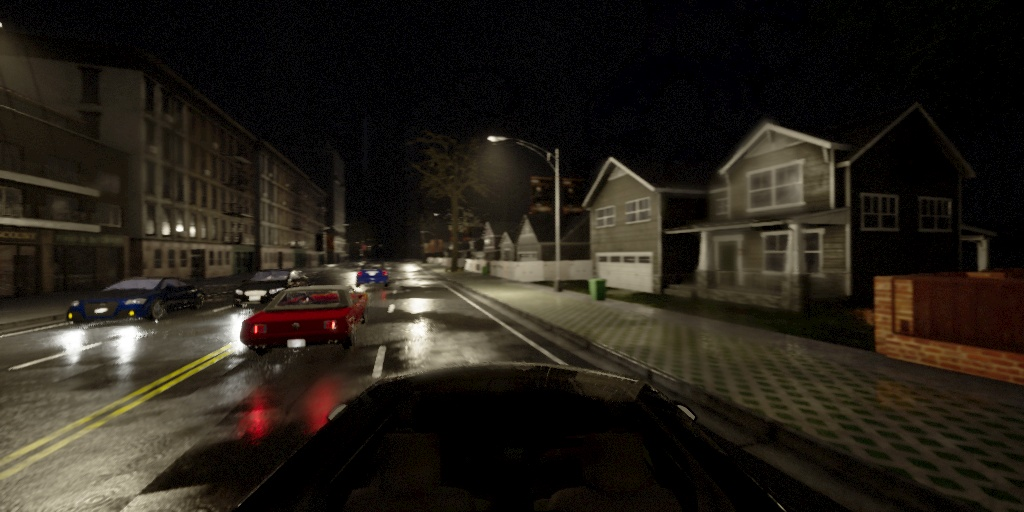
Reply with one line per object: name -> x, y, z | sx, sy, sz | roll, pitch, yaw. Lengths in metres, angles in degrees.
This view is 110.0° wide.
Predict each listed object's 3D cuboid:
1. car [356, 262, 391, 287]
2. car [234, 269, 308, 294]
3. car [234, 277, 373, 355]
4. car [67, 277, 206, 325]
car -> -9.857, 1.215, 25.726 | 2.097, 1.767, 4.553 | -1, 0, -17
car -> -10.516, 1.355, 16.024 | 2.128, 1.511, 4.902 | -1, 0, -17
car -> -4.791, 1.403, 9.037 | 1.895, 1.301, 4.718 | -1, 0, -17
car -> -12.888, 1.448, 12.651 | 1.994, 1.385, 4.181 | -1, 0, -17
